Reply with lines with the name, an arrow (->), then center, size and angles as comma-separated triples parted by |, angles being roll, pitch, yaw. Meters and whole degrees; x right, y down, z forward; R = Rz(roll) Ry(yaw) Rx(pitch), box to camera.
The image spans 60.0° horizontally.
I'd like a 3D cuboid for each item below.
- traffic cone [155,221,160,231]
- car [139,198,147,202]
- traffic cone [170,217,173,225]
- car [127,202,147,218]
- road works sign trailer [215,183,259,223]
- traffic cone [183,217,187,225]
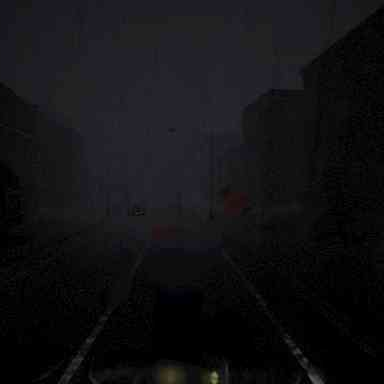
traffic cone -> -2.043, 2.037, 18.331 | 0.340, 0.580, 0.340 | 0, -1, -5
car -> -11.182, 2.146, 76.353 | 1.882, 1.535, 5.008 | 0, 2, -7
traffic cone -> -1.522, 2.148, 24.395 | 0.340, 0.580, 0.340 | 0, -1, -4
car -> -6.240, 2.146, 37.768 | 1.837, 1.490, 4.892 | 0, -2, -7
road works sign trailer -> 3.291, 1.114, 24.217 | 2.380, 2.880, 3.560 | 46, 22, 21
traffic cone -> -0.526, 2.144, 24.474 | 0.340, 0.580, 0.340 | 0, -1, -4
